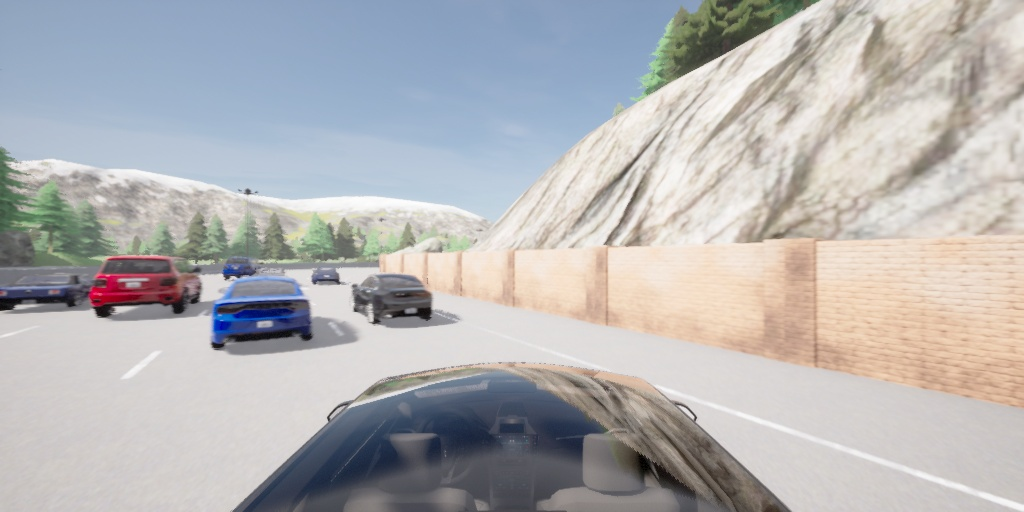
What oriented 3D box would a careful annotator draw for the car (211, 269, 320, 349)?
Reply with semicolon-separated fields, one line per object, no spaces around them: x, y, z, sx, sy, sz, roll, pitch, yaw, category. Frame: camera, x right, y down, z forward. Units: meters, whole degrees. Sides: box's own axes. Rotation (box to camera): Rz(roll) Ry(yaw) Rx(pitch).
-6.500;1.267;9.488;1.882;1.535;5.008;1;-1;-34;car

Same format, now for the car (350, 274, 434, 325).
-4.280;1.348;12.453;1.837;1.490;4.892;1;0;-34;car

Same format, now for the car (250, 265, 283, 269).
-17.233;1.496;25.755;1.895;1.301;4.718;1;-1;-31;car

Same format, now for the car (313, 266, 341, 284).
-15.093;1.516;29.197;1.994;1.385;4.181;1;-1;-28;car

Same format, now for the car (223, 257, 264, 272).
-24.708;1.146;33.271;2.150;2.045;5.566;0;0;-22;car

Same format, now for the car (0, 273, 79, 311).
-18.392;1.355;14.595;1.895;1.301;4.718;1;-1;-34;car

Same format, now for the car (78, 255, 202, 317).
-13.471;1.005;13.565;2.150;2.045;5.566;1;-1;-34;car
